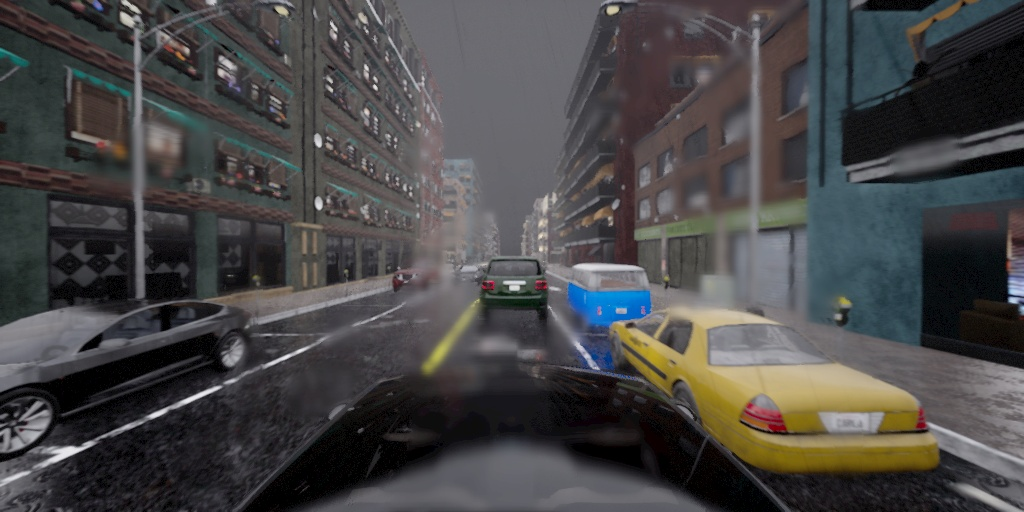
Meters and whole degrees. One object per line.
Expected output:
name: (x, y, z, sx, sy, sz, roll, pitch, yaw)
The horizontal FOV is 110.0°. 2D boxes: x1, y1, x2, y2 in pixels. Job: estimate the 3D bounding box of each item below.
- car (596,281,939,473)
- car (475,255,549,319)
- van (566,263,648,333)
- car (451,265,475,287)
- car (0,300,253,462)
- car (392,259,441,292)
car: (2.691, 1.287, 5.140, 1.751, 1.417, 4.829, 0, 0, 0)
car: (0.089, 1.015, 13.144, 2.150, 2.045, 5.566, 0, 0, 0)
van: (2.693, 1.122, 10.655, 1.690, 1.789, 3.998, 0, 0, 0)
car: (-3.092, 1.365, 25.997, 1.812, 1.442, 4.674, 0, 0, 0)
car: (-5.690, 1.327, 4.977, 1.948, 1.339, 4.313, 0, 0, 0)
car: (-5.685, 1.139, 22.031, 2.192, 1.841, 5.009, 0, 0, 0)
